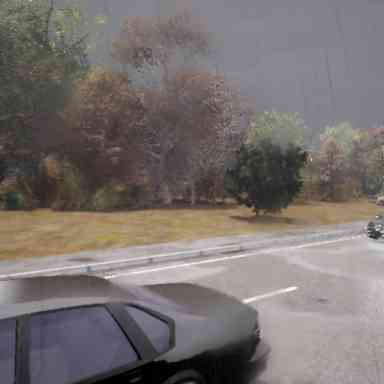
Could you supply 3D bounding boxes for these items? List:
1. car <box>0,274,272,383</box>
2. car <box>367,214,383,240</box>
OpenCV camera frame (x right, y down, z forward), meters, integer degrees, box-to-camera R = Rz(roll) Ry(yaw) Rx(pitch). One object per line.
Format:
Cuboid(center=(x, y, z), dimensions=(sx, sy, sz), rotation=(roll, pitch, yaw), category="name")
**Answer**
Cuboid(center=(-1.686, 1.545, 2.781), dimensions=(5.357, 1.411, 2.033), rotation=(0, 0, -36), category="car")
Cuboid(center=(9.975, 1.430, 15.357), dimensions=(4.892, 1.490, 1.837), rotation=(0, 0, -35), category="car")
